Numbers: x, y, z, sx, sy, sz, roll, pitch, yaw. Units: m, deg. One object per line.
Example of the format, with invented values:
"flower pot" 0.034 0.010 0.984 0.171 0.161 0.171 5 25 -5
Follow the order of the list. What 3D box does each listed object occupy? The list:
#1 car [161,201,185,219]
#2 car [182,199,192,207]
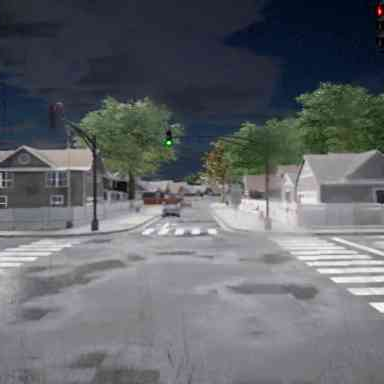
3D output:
"car" -2.118 2.001 35.146 2.033 1.411 5.357 -1 0 0
"car" -1.154 2.111 66.059 2.097 1.767 4.553 -1 -1 3
